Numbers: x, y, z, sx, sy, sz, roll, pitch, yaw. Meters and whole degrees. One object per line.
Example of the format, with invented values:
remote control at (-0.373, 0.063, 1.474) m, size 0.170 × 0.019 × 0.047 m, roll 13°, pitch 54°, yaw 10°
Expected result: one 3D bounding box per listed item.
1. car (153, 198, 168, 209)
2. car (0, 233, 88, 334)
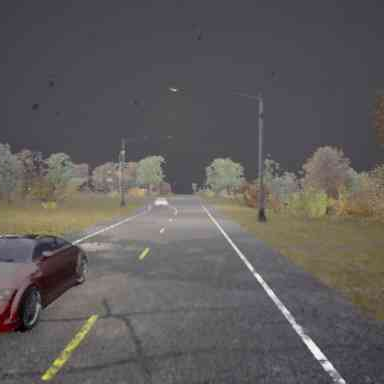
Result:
car at (-4.372, 1.570, 47.156) m, size 1.812 × 1.442 × 4.674 m, roll 0°, pitch 0°, yaw -5°
car at (-3.599, 1.567, 6.696) m, size 1.994 × 1.385 × 4.181 m, roll 0°, pitch 0°, yaw 0°
